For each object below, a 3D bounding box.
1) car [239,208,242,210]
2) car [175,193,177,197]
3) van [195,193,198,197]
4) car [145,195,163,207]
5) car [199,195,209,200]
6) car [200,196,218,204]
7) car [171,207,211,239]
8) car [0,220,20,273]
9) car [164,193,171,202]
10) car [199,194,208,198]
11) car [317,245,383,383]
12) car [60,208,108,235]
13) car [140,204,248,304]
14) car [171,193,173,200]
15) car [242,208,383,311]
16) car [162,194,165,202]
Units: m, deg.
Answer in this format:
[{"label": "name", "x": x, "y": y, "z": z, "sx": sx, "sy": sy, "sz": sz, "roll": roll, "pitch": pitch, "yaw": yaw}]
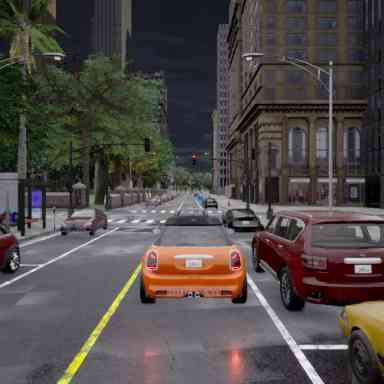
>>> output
[{"label": "car", "x": 2.668, "y": 1.561, "z": 18.555, "sx": 1.947, "sy": 1.339, "sz": 4.313, "roll": 0, "pitch": 0, "yaw": 0}, {"label": "car", "x": -6.252, "y": 1.232, "z": 93.749, "sx": 2.192, "sy": 1.841, "sz": 5.009, "roll": 0, "pitch": 0, "yaw": 0}, {"label": "van", "x": 2.330, "y": 1.276, "z": 82.934, "sx": 1.690, "sy": 1.788, "sz": 3.998, "roll": 0, "pitch": 0, "yaw": 0}, {"label": "car", "x": -6.024, "y": 1.525, "z": 50.387, "sx": 2.008, "sy": 1.369, "sz": 4.403, "roll": 0, "pitch": 0, "yaw": 0}, {"label": "car", "x": 2.501, "y": 1.540, "z": 50.412, "sx": 1.947, "sy": 1.339, "sz": 4.313, "roll": 0, "pitch": 0, "yaw": 0}, {"label": "car", "x": 2.530, "y": 1.544, "z": 44.992, "sx": 1.947, "sy": 1.339, "sz": 4.313, "roll": 0, "pitch": 0, "yaw": 0}, {"label": "car", "x": -0.030, "y": 1.596, "z": 18.145, "sx": 1.895, "sy": 1.301, "sz": 4.718, "roll": 0, "pitch": 0, "yaw": 0}, {"label": "car", "x": -5.801, "y": 1.439, "z": 7.676, "sx": 1.967, "sy": 1.590, "sz": 4.097, "roll": 0, "pitch": 0, "yaw": 0}, {"label": "car", "x": -6.138, "y": 1.391, "z": 72.068, "sx": 1.967, "sy": 1.590, "sz": 4.097, "roll": 0, "pitch": 0, "yaw": 0}, {"label": "car", "x": 2.472, "y": 1.495, "z": 56.002, "sx": 1.752, "sy": 1.417, "sz": 4.829, "roll": 0, "pitch": 0, "yaw": 0}, {"label": "car", "x": 2.753, "y": 1.525, "z": 2.450, "sx": 1.752, "sy": 1.417, "sz": 4.829, "roll": 0, "pitch": 0, "yaw": 0}, {"label": "car", "x": -5.857, "y": 1.577, "z": 18.528, "sx": 1.802, "sy": 1.307, "sz": 4.206, "roll": 0, "pitch": 0, "yaw": 0}, {"label": "car", "x": 0.033, "y": 1.351, "z": 8.326, "sx": 2.097, "sy": 1.767, "sz": 4.553, "roll": 0, "pitch": 0, "yaw": 0}, {"label": "car", "x": -6.167, "y": 1.258, "z": 77.488, "sx": 2.192, "sy": 1.841, "sz": 5.009, "roll": 0, "pitch": 0, "yaw": 0}, {"label": "car", "x": 2.724, "y": 1.314, "z": 7.705, "sx": 2.192, "sy": 1.841, "sz": 5.009, "roll": 0, "pitch": 0, "yaw": 0}, {"label": "car", "x": -6.053, "y": 1.410, "z": 55.807, "sx": 1.967, "sy": 1.590, "sz": 4.097, "roll": 0, "pitch": 0, "yaw": 0}]
